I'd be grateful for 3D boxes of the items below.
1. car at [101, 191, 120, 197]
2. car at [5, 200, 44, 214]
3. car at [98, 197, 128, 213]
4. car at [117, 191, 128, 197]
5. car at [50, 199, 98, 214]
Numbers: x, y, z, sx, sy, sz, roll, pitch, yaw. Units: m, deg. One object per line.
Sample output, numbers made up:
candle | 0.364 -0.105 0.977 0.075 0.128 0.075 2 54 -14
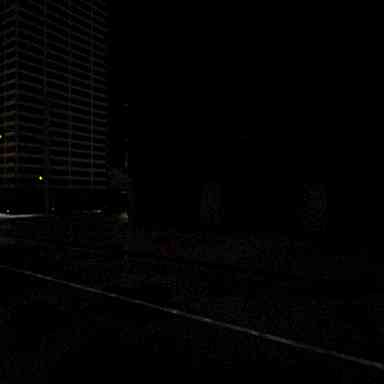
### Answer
car | -10.936 1.219 44.562 2.150 2.045 5.566 0 0 35
car | -17.062 1.545 35.839 2.033 1.411 5.357 0 0 35
car | -7.772 1.562 36.552 1.994 1.385 4.181 0 0 35
car | -6.788 1.220 44.370 2.150 2.045 5.566 0 0 36
car | -12.750 1.490 35.888 2.128 1.511 4.902 0 0 35
